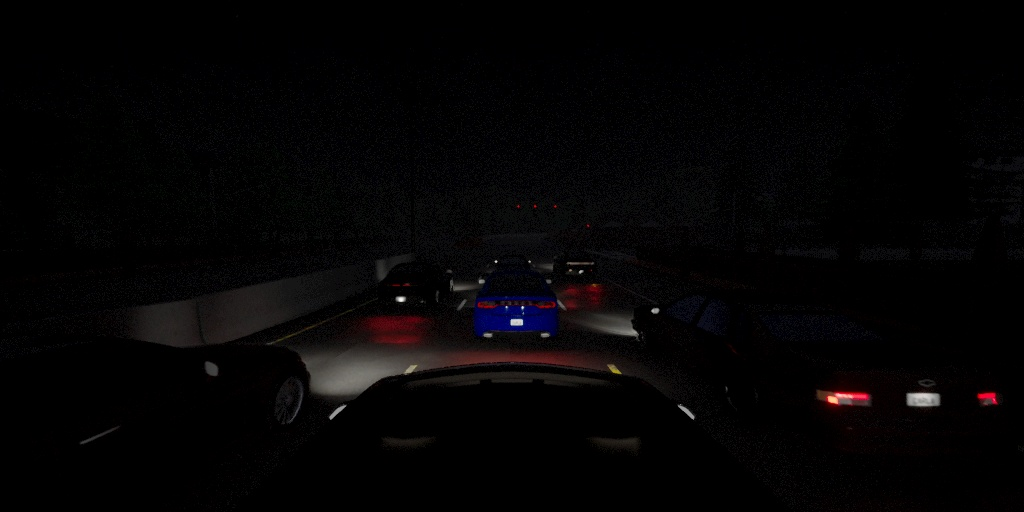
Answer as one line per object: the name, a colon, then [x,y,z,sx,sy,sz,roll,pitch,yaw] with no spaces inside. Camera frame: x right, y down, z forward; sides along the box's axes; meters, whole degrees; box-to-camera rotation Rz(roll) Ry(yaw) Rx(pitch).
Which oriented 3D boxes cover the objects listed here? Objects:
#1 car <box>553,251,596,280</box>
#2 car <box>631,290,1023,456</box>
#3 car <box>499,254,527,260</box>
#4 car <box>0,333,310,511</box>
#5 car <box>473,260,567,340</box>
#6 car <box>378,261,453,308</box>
car: [3.549,0.440,20.881,2.128,1.511,4.902,0,4,0]
car: [3.602,1.255,5.654,2.033,1.411,5.357,0,1,0]
car: [0.055,0.606,19.294,2.033,1.411,5.357,0,4,0]
car: [-3.400,1.274,2.482,1.812,1.442,4.674,0,0,0]
car: [0.088,1.078,9.588,1.882,1.535,5.008,0,2,0]
car: [-3.424,0.940,13.417,1.837,1.490,4.892,0,3,0]
